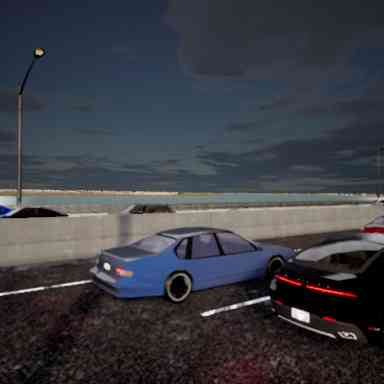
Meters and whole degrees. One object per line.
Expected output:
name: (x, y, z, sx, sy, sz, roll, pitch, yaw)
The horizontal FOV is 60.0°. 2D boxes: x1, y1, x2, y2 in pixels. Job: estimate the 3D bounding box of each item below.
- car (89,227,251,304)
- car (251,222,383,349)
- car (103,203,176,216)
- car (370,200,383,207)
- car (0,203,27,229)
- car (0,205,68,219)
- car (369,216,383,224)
car: (0.306, 1.587, 8.259, 5.357, 1.411, 2.033, 1, 0, -36)
car: (3.550, 1.557, 6.277, 4.892, 1.490, 1.837, 0, 0, -36)
car: (-3.027, 1.421, 19.027, 4.553, 1.767, 2.097, 1, 0, -35)
car: (28.525, 1.930, 49.612, 4.674, 1.442, 1.812, 1, 0, -34)
car: (-13.059, 1.488, 20.467, 5.008, 1.535, 1.882, 1, 0, -36)
car: (-9.393, 1.552, 18.802, 4.674, 1.442, 1.812, 1, 0, -35)
car: (9.125, 1.690, 14.530, 4.181, 1.385, 1.994, 0, 0, -36)
